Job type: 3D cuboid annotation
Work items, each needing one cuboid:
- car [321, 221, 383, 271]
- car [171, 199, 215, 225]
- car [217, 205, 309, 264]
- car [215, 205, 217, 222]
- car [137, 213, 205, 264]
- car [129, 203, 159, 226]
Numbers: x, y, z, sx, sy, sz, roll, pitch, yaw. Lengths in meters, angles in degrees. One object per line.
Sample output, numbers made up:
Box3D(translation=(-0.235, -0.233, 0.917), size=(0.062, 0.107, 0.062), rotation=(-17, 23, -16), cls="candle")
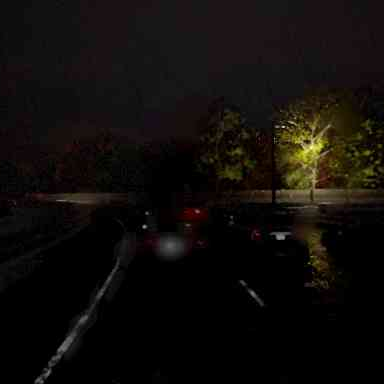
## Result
Box3D(translation=(6.331, 1.657, 10.985), size=(2.033, 1.411, 5.357), rotation=(0, -1, -6), cls="car")
Box3D(translation=(-0.257, 1.562, 27.123), size=(2.150, 2.045, 5.566), rotation=(0, 0, -15), cls="car")
Box3D(translation=(2.568, 1.499, 12.751), size=(2.097, 1.767, 4.553), rotation=(0, -1, -7), cls="car")
Box3D(translation=(2.622, 1.882, 29.696), size=(1.812, 1.442, 4.674), rotation=(0, -1, -16), cls="car")
Box3D(translation=(-0.931, 1.726, 12.571), size=(1.994, 1.385, 4.181), rotation=(0, -1, -8), cls="car")
Box3D(translation=(-3.984, 1.710, 27.352), size=(2.097, 1.767, 4.553), rotation=(0, -1, -16), cls="car")
